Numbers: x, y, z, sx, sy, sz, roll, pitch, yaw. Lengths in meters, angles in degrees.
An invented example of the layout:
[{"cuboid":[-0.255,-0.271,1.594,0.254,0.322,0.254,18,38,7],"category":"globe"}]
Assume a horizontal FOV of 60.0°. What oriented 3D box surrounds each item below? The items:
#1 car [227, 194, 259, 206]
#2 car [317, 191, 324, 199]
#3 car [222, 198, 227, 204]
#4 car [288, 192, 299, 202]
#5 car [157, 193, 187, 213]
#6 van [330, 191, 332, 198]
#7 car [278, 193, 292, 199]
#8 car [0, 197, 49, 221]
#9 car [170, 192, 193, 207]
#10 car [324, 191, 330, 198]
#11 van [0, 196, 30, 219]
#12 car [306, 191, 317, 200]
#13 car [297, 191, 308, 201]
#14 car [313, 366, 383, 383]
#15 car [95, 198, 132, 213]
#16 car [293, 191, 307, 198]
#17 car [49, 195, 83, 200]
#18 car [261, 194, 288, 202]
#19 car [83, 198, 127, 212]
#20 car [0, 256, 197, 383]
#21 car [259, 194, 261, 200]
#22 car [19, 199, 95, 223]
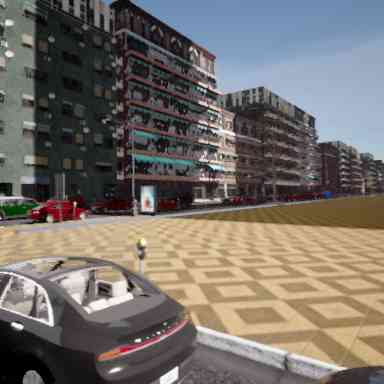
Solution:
[{"cuboid":[6.984,1.065,45.365,1.967,1.590,4.097,-1,0,36],"category":"car"},{"cuboid":[26.435,0.940,72.227,2.008,1.369,4.403,-1,0,36],"category":"car"},{"cuboid":[7.006,1.208,55.107,2.033,1.411,5.357,-1,0,36],"category":"car"},{"cuboid":[16.710,1.051,58.796,1.887,1.381,4.507,-1,0,36],"category":"car"},{"cuboid":[-2.741,1.189,31.933,1.967,1.590,4.097,-1,0,36],"category":"car"},{"cuboid":[32.917,0.656,81.182,1.690,1.788,3.998,-1,0,36],"category":"van"},{"cuboid":[22.891,1.045,81.620,1.947,1.339,4.313,-1,0,36],"category":"car"},{"cuboid":[-14.161,1.277,26.047,2.097,1.767,4.553,-1,0,36],"category":"car"},{"cuboid":[-2.123,0.990,42.669,2.150,2.045,5.566,-1,0,36],"category":"car"},{"cuboid":[29.677,0.934,76.704,1.802,1.307,4.206,-1,0,36],"category":"car"},{"cuboid":[-16.012,1.302,27.895,1.690,1.788,3.998,-1,0,36],"category":"van"},{"cuboid":[23.191,0.743,67.750,2.192,1.841,5.009,-1,0,36],"category":"car"},{"cuboid":[19.952,1.049,63.273,1.802,1.307,4.206,-1,0,36],"category":"car"},{"cuboid":[2.539,1.550,1.236,4.403,1.369,2.008,0,-1,36],"category":"car"},{"cuboid":[-8.249,1.373,34.210,1.812,1.442,4.674,-1,0,36],"category":"car"},{"cuboid":[29.372,0.721,90.573,2.192,1.841,5.009,-1,0,36],"category":"car"},{"cuboid":[-12.771,1.234,32.372,2.192,1.841,5.009,-1,0,36],"category":"car"},{"cuboid":[13.468,1.096,54.319,2.008,1.369,4.403,-1,0,36],"category":"car"},{"cuboid":[-9.526,1.421,36.850,1.887,1.381,4.507,-1,0,36],"category":"car"},{"cuboid":[-1.996,1.553,4.470,4.403,1.369,2.008,0,-1,36],"category":"car"},{"cuboid":[13.164,1.034,68.188,1.967,1.590,4.097,-1,0,36],"category":"car"},{"cuboid":[-9.223,1.416,22.979,1.802,1.307,4.206,-1,0,36],"category":"car"}]
